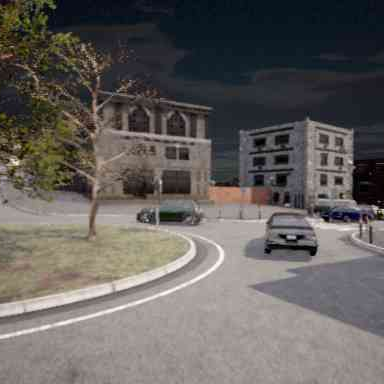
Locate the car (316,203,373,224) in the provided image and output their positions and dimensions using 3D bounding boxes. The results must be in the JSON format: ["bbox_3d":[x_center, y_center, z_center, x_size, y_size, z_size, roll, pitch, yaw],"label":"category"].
[{"bbox_3d":[12.565,1.863,27.220,4.718,1.301,1.895,3,-1,-38],"label":"car"}]

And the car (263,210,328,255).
[{"bbox_3d":[3.852,1.537,13.396,2.033,1.411,5.357,1,0,13],"label":"car"}]

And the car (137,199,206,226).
[{"bbox_3d":[-1.395,1.240,22.377,4.553,1.767,2.097,1,0,15],"label":"car"}]

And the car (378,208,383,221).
[{"bbox_3d":[21.440,2.579,40.163,1.946,1.575,5.366,5,-3,-38],"label":"car"}]

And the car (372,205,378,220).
[{"bbox_3d":[17.056,2.187,36.524,2.097,1.535,5.008,4,-2,-38],"label":"car"}]

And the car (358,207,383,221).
[{"bbox_3d":[23.767,2.810,41.703,2.163,1.488,4.792,5,-3,-38],"label":"car"}]

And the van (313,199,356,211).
[{"bbox_3d":[14.814,1.789,34.917,1.878,1.987,4.442,4,-2,-38],"label":"van"}]

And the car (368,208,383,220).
[{"bbox_3d":[25.946,3.017,43.432,2.002,1.452,4.674,5,-3,-38],"label":"car"}]
